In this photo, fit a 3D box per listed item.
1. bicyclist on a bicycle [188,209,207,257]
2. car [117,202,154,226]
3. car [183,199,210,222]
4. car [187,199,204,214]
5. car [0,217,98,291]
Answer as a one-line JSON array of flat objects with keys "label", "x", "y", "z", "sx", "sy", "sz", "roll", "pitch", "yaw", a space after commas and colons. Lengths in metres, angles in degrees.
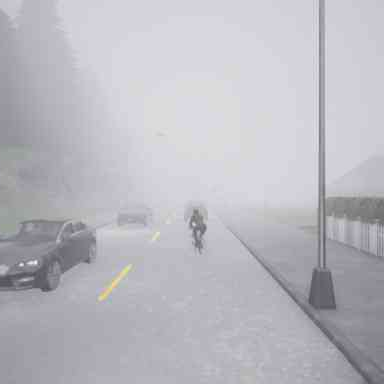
[{"label": "bicyclist on a bicycle", "x": 0.201, "y": 1.452, "z": 12.012, "sx": 0.582, "sy": 1.620, "sz": 1.656, "roll": 0, "pitch": 0, "yaw": -20}, {"label": "car", "x": -3.878, "y": 1.477, "z": 23.403, "sx": 1.882, "sy": 1.535, "sz": 5.008, "roll": 0, "pitch": 0, "yaw": 1}, {"label": "car", "x": 0.338, "y": 1.504, "z": 26.781, "sx": 1.837, "sy": 1.490, "sz": 4.892, "roll": 0, "pitch": 0, "yaw": 1}, {"label": "car", "x": 0.411, "y": 1.524, "z": 36.912, "sx": 1.812, "sy": 1.442, "sz": 4.674, "roll": 0, "pitch": 0, "yaw": 1}, {"label": "car", "x": -4.027, "y": 1.491, "z": 9.078, "sx": 2.128, "sy": 1.511, "sz": 4.902, "roll": 0, "pitch": 0, "yaw": 1}]
